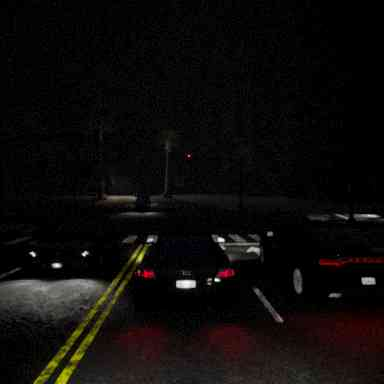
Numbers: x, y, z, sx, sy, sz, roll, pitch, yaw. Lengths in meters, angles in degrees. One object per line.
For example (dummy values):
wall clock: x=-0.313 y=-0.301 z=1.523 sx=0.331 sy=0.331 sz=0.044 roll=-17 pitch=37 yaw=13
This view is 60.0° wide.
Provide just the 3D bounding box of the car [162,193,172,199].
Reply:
car: x=-6.232 y=0.887 z=82.613 sx=2.128 sy=1.511 sz=4.902 roll=0 pitch=1 yaw=-13

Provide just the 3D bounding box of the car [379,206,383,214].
car: x=18.338 y=1.438 z=26.878 sx=5.008 sy=1.535 sz=1.882 roll=0 pitch=0 yaw=12

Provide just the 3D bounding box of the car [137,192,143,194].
car: x=-7.908 y=1.185 z=55.504 sx=1.837 sy=1.490 sz=4.892 roll=0 pitch=1 yaw=-9

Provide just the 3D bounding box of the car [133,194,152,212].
car: x=-5.579 y=1.392 z=37.479 sx=1.882 sy=1.535 sz=5.008 roll=0 pitch=1 yaw=-6

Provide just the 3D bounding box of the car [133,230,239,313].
car: x=-0.148 y=1.569 z=7.775 sx=1.994 sy=1.385 sz=4.181 roll=0 pitch=0 yaw=-1

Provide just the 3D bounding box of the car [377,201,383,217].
car: x=19.289 y=1.514 z=29.999 sx=4.181 sy=1.385 sz=1.994 roll=0 pitch=0 yaw=13

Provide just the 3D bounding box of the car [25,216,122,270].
car: x=-3.651 y=1.555 z=11.413 sx=2.033 sy=1.411 sz=5.357 roll=0 pitch=0 yaw=-2

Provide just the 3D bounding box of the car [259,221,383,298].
car: x=3.128 y=1.483 z=8.571 sx=1.882 sy=1.535 sz=5.008 roll=0 pitch=0 yaw=-3
